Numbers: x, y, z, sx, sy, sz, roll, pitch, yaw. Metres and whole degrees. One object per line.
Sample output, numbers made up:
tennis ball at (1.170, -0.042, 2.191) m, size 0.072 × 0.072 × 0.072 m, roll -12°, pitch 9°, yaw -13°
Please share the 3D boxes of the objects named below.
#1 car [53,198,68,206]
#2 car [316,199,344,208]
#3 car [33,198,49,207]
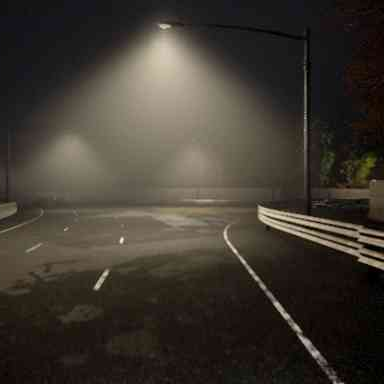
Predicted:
car at (-24.360, 1.831, 61.591) m, size 1.812 × 1.442 × 4.674 m, roll 0°, pitch -1°, yaw -35°
car at (20.765, 1.748, 50.763) m, size 5.357 × 1.411 × 2.033 m, roll 0°, pitch 0°, yaw -31°
car at (-26.755, 1.822, 58.925) m, size 1.812 × 1.442 × 4.674 m, roll 0°, pitch 0°, yaw -38°
